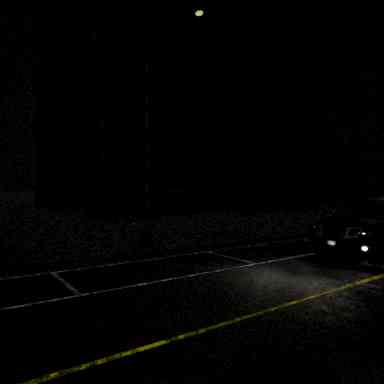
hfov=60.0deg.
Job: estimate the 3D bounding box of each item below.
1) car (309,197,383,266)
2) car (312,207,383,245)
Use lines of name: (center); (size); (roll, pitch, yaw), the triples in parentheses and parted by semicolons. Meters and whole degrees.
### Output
car: (6.575, 1.222, 11.932); (5.566, 2.045, 2.150); (0, 0, -36)
car: (8.034, 1.546, 16.252); (4.507, 1.381, 1.887); (0, 0, -35)
